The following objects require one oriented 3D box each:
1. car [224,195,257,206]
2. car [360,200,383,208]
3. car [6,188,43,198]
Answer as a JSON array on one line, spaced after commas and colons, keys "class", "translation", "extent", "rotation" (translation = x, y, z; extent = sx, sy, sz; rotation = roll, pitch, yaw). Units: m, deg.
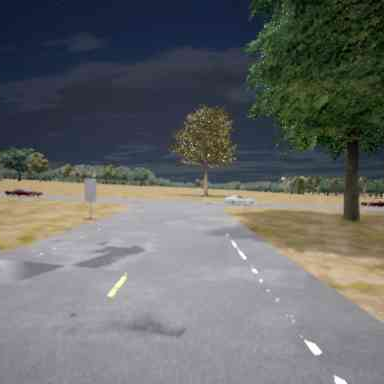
[{"class": "car", "translation": [7.016, 1.198, 47.997], "extent": [4.674, 1.442, 1.812], "rotation": [2, 0, 1]}, {"class": "car", "translation": [30.188, 1.914, 54.519], "extent": [4.718, 1.301, 1.895], "rotation": [2, 1, 1]}, {"class": "car", "translation": [-24.426, 0.106, 48.661], "extent": [4.718, 1.301, 1.895], "rotation": [2, 1, 1]}]
